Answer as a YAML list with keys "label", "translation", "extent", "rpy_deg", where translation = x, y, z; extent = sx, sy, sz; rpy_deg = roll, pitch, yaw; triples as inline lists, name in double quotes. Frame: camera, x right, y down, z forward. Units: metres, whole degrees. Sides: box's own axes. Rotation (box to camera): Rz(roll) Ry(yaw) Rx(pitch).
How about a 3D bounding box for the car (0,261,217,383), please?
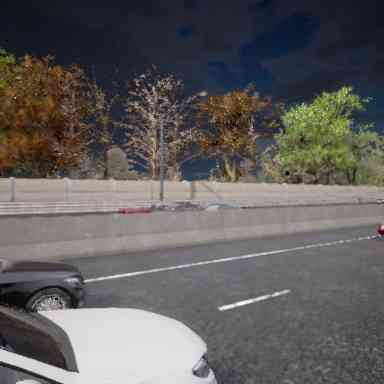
- label: "car"
  translation: [-1.946, 1.525, 2.357]
  extent: [4.674, 1.442, 1.812]
  rpy_deg: [0, 0, -35]

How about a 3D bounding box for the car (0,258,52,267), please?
- label: "car"
  translation: [-4.069, 1.525, 5.142]
  extent: [4.674, 1.442, 1.812]
  rpy_deg: [0, 0, -35]

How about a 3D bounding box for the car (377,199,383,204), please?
- label: "car"
  translation: [30.520, 1.619, 51.477]
  extent: [5.008, 1.535, 1.882]
  rpy_deg: [0, 0, -35]

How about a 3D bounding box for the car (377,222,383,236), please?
- label: "car"
  translation: [10.855, 1.637, 15.786]
  extent: [4.718, 1.301, 1.895]
  rpy_deg: [0, 0, -35]

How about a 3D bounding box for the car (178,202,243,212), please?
- label: "car"
  translation: [1.669, 1.555, 22.378]
  extent: [4.674, 1.442, 1.812]
  rpy_deg: [0, 0, -36]

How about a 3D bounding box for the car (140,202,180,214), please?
- label: "car"
  translation: [-1.026, 1.532, 24.753]
  extent: [4.892, 1.490, 1.837]
  rpy_deg: [0, 0, -35]

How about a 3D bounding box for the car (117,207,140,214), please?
- label: "car"
  translation: [-3.662, 1.627, 27.172]
  extent: [4.718, 1.301, 1.895]
  rpy_deg: [0, 0, -35]
